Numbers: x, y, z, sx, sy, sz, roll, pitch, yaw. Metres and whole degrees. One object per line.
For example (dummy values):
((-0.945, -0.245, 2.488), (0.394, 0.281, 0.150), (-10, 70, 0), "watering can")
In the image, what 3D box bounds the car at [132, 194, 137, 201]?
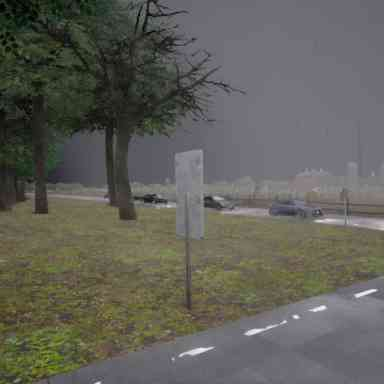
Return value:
((-8.140, 0.833, 53.525), (1.895, 1.301, 4.718), (-1, 1, -36), "car")

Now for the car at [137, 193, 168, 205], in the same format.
((-5.047, 0.877, 44.242), (1.882, 1.535, 5.008), (-1, 2, -36), "car")

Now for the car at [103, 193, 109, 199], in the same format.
((-15.482, 0.639, 63.716), (1.994, 1.385, 4.181), (-1, 1, -36), "car")

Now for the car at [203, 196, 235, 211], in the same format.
((2.341, 1.108, 33.988), (1.812, 1.442, 4.674), (-1, 2, -36), "car")

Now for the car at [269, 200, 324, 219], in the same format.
((8.071, 1.305, 26.065), (1.994, 1.385, 4.181), (-1, 2, -36), "car")
